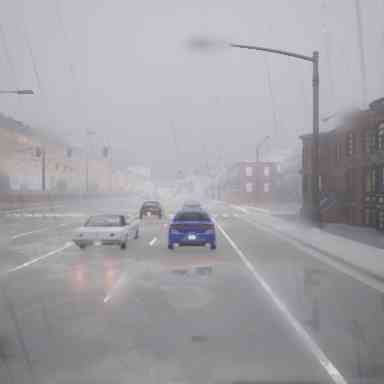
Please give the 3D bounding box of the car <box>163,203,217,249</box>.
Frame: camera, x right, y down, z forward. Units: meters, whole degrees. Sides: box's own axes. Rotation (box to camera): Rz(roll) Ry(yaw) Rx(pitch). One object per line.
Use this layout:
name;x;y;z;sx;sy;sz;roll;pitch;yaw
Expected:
car;0.000;1.482;14.486;1.882;1.535;5.008;0;0;0

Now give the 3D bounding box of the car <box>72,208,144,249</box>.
car;-3.500;1.613;14.516;1.895;1.301;4.718;0;0;0

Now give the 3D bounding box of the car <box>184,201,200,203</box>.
car;0.000;1.492;29.486;2.128;1.511;4.902;0;0;0

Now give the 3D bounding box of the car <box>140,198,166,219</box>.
car;-3.500;1.514;29.486;1.837;1.490;4.892;0;0;0
